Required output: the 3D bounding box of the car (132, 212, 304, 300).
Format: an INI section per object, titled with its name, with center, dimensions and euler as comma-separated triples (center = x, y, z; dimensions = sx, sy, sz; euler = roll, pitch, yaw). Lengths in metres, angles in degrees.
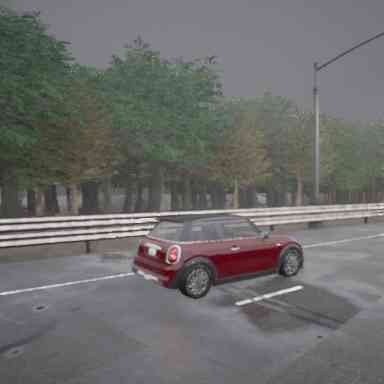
[car]
center = 0.841, 1.352, 8.645
dimensions = 4.553, 1.767, 2.097
euler = 0, 0, -35
